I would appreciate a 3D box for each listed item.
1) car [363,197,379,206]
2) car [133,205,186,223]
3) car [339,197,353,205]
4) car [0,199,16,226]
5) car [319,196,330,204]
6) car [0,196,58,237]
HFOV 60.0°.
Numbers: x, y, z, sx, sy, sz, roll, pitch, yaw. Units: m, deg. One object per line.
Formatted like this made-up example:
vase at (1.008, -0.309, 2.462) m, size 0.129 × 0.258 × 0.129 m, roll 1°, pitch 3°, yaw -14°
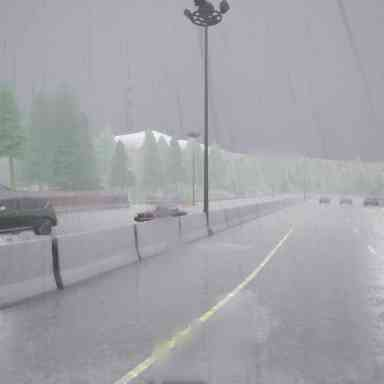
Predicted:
car at (29.140, 1.491, 54.195) m, size 2.128 × 1.511 × 4.902 m, roll 0°, pitch 0°, yaw 22°
car at (-2.147, 1.601, 23.271) m, size 1.895 × 1.301 × 4.718 m, roll 0°, pitch 0°, yaw 22°
car at (27.228, 1.526, 58.862) m, size 1.812 × 1.442 × 4.674 m, roll 0°, pitch 0°, yaw 22°
car at (-14.139, 1.352, 21.602) m, size 2.097 × 1.767 × 4.553 m, roll 0°, pitch 0°, yaw 22°
car at (25.381, 1.492, 63.669) m, size 2.128 × 1.511 × 4.902 m, roll 0°, pitch 0°, yaw 22°
car at (-8.983, 1.223, 15.765) m, size 2.150 × 2.045 × 5.566 m, roll 0°, pitch 0°, yaw 23°
